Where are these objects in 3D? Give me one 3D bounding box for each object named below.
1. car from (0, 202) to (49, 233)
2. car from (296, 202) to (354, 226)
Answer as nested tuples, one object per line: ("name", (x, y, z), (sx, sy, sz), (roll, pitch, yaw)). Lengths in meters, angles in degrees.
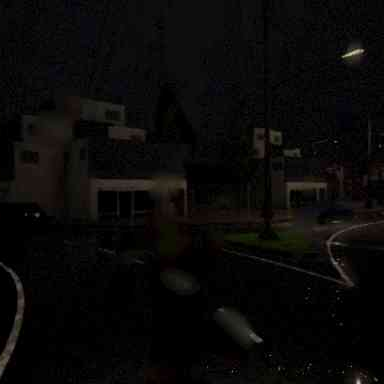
("car", (-11.051, 1.422, 20.048), (4.553, 1.767, 2.097), (-1, 0, 16))
("car", (9.138, 1.400, 22.666), (4.674, 1.442, 1.812), (-1, 0, -34))
